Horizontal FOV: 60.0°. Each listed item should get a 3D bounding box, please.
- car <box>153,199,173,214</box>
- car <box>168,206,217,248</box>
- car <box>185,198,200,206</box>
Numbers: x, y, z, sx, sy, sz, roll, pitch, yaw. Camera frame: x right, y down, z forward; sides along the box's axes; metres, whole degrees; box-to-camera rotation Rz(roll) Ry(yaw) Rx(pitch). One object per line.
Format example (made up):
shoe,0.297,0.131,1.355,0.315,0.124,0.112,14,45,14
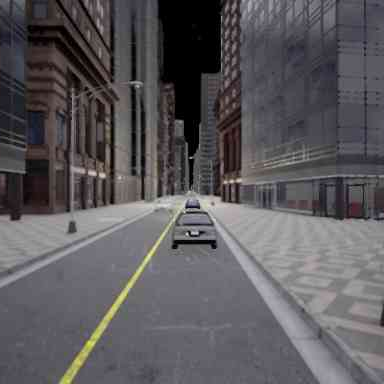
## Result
car,-3.027,1.527,36.251,1.812,1.442,4.674,0,0,1
car,0.099,1.550,14.734,2.033,1.411,5.357,0,0,0
car,0.099,1.565,46.204,1.994,1.385,4.181,0,0,0
